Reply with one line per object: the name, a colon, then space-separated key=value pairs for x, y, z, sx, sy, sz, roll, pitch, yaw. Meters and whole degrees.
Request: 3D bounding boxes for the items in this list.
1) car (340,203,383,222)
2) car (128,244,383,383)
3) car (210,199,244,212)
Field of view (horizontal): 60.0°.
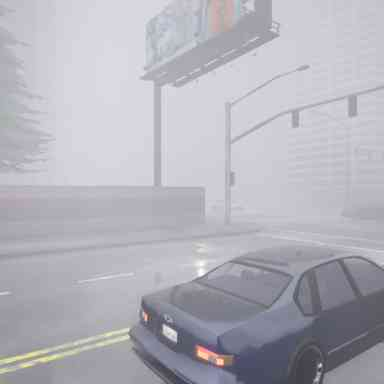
car: x=13.746 y=1.548 z=24.436 sx=2.033 sy=1.411 sz=5.357 roll=0 pitch=0 yaw=-35
car: x=1.779 y=1.547 z=5.033 sx=5.357 sy=1.411 sz=2.033 roll=0 pitch=0 yaw=-37
car: x=3.979 y=1.526 z=38.342 sx=1.812 sy=1.442 sz=4.674 roll=0 pitch=0 yaw=-35
